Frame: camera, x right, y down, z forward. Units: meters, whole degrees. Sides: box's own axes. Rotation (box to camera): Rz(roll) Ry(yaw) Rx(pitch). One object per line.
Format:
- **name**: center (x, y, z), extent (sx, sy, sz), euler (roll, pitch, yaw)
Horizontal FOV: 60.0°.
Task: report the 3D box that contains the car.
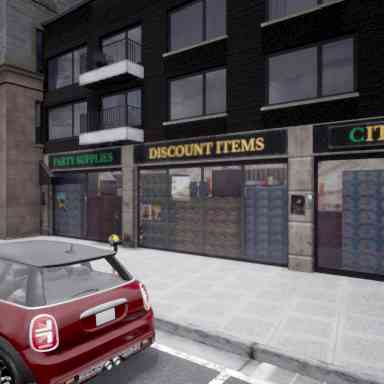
- **car**: center (-2.559, 1.440, 4.905), extent (4.097, 1.590, 1.967), euler (0, 0, 36)
